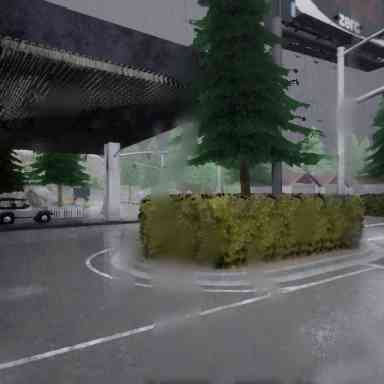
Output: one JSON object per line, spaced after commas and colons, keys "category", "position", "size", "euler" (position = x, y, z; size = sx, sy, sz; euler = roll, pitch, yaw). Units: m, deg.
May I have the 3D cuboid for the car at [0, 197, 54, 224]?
{"category": "car", "position": [-11.986, 1.313, 23.463], "size": [3.866, 1.878, 1.905], "euler": [0, 0, -36]}
